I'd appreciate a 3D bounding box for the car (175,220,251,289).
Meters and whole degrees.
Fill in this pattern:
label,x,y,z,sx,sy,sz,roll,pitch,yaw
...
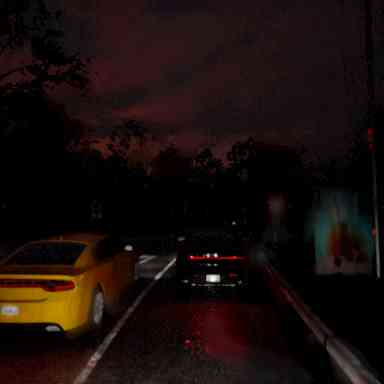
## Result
label,x,y,z,sx,sy,sz,roll,pitch,yaw
car,0.603,1.749,9.751,1.837,1.490,4.892,0,-2,3

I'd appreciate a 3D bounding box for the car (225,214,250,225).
label,x,y,z,sx,sy,sz,roll,pitch,yaw
car,4.439,3.186,32.964,2.150,2.045,5.566,0,-5,13

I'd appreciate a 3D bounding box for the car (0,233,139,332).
label,x,y,z,sx,sy,sz,roll,pitch,yaw
car,-2.466,1.628,7.230,1.882,1.535,5.008,0,-2,3

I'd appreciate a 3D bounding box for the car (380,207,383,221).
label,x,y,z,sx,sy,sz,roll,pitch,yaw
car,25.066,2.946,43.310,5.566,2.045,2.150,-5,-4,-7
